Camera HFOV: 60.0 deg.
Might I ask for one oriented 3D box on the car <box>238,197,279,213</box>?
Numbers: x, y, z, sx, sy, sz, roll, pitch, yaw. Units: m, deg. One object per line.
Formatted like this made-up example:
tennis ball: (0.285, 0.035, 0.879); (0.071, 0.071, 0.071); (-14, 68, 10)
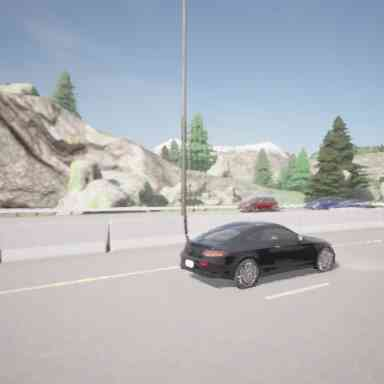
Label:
car: (7.201, 1.301, 36.153); (4.553, 1.767, 2.097); (0, 0, -25)

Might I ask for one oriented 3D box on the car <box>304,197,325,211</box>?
car: (14.247, 1.318, 35.535); (4.553, 1.767, 2.097); (0, 0, -23)

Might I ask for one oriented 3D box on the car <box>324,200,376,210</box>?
car: (13.640, 1.579, 27.638); (4.718, 1.301, 1.895); (0, 0, -25)

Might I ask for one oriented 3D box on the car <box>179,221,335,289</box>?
car: (1.881, 1.512, 9.041); (4.674, 1.442, 1.812); (0, 0, -33)

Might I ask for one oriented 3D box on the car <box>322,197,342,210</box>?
car: (15.298, 1.499, 32.190); (4.674, 1.442, 1.812); (0, 0, -23)
